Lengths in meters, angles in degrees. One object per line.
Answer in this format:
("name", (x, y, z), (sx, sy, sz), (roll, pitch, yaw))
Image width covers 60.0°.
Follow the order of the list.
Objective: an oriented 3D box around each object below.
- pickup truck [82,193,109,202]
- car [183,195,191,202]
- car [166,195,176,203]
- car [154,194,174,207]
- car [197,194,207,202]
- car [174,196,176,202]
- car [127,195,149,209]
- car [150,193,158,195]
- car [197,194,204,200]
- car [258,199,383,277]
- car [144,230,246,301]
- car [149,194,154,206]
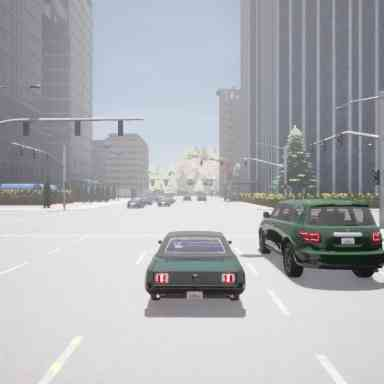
("pickup truck", (-21.173, 1.058, 73.355), (2.390, 2.098, 6.274), (0, 0, 30))
("car", (-1.122, 1.500, 78.496), (1.837, 1.490, 4.892), (0, 0, -1))
("car", (-4.543, 1.478, 72.822), (1.882, 1.535, 5.008), (0, 0, -1))
("car", (-4.340, 1.491, 52.258), (2.128, 1.511, 4.902), (0, 0, -1))
("car", (2.373, 1.348, 78.765), (2.097, 1.767, 4.553), (0, 0, -1))
("car", (-4.456, 1.491, 62.513), (2.128, 1.511, 4.902), (0, 0, 0))
("car", (-7.823, 1.491, 46.598), (2.128, 1.511, 4.902), (0, 0, 1))
("car", (-7.987, 1.225, 68.891), (2.150, 2.045, 5.566), (0, 0, -1))
("car", (2.227, 1.386, 89.046), (1.882, 1.535, 5.008), (0, 0, -1))
("car", (3.585, 1.221, 10.330), (2.150, 2.045, 5.566), (0, 0, 0))
("car", (0.074, 1.601, 8.301), (1.895, 1.301, 4.718), (0, 0, 0))
("car", (-7.888, 1.563, 56.575), (1.994, 1.385, 4.181), (0, 0, -1))
